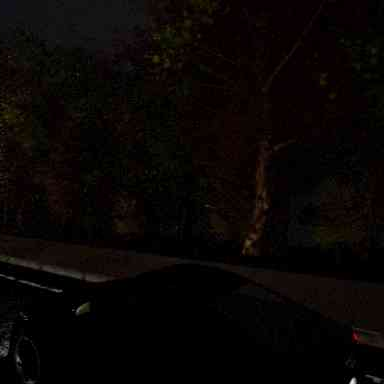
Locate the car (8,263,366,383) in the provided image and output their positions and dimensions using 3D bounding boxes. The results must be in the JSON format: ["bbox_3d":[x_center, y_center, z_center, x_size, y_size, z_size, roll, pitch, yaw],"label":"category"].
[{"bbox_3d":[-0.317,1.590,3.913,4.181,1.385,1.994,-1,0,35],"label":"car"}]
